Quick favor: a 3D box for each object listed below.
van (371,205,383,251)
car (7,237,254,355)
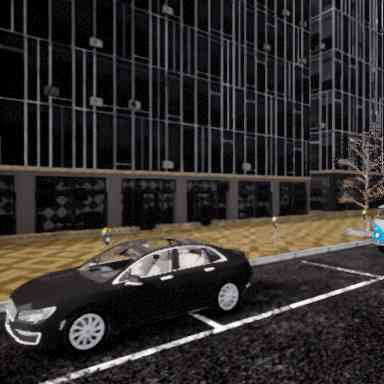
[{"bbox_3d":[8.443,1.309,12.599,3.998,1.788,1.690,0,0,-36],"label":"van"},{"bbox_3d":[-0.818,1.547,5.978,4.403,1.369,2.008,0,0,-36],"label":"car"}]
